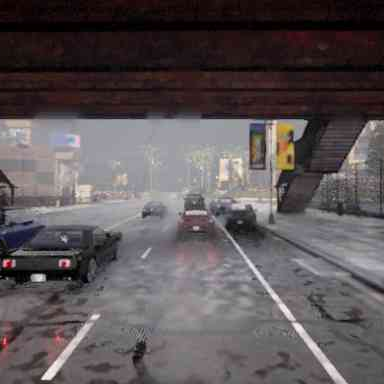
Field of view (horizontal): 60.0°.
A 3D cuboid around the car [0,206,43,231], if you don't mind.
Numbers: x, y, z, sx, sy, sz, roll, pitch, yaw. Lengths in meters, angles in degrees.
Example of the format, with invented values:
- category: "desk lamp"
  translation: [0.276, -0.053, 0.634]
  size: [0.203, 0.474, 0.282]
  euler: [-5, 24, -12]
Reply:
- category: "car"
  translation: [-7.030, 1.340, 11.679]
  size: [2.097, 1.767, 4.553]
  euler: [0, 0, 1]

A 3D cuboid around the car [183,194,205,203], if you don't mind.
- category: "car"
  translation: [0.240, 1.184, 35.590]
  size: [2.150, 2.045, 5.566]
  euler: [0, 0, 0]

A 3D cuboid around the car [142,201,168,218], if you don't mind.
- category: "car"
  translation: [-3.252, 1.517, 29.413]
  size: [2.033, 1.411, 5.357]
  euler: [0, 0, 0]

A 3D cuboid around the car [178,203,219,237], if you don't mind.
- category: "car"
  translation: [0.211, 1.508, 17.690]
  size: [1.812, 1.442, 4.674]
  euler: [0, 0, 0]

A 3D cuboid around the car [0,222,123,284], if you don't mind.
- category: "car"
  translation: [-3.340, 1.591, 9.521]
  size: [1.895, 1.301, 4.718]
  euler: [0, 0, 1]

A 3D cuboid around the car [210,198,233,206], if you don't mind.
- category: "car"
  translation: [3.188, 1.321, 32.116]
  size: [2.185, 1.767, 4.553]
  euler: [0, 0, 0]

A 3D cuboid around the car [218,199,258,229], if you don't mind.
- category: "car"
  translation: [3.147, 1.459, 21.341]
  size: [2.231, 1.521, 4.892]
  euler: [0, 0, 10]
